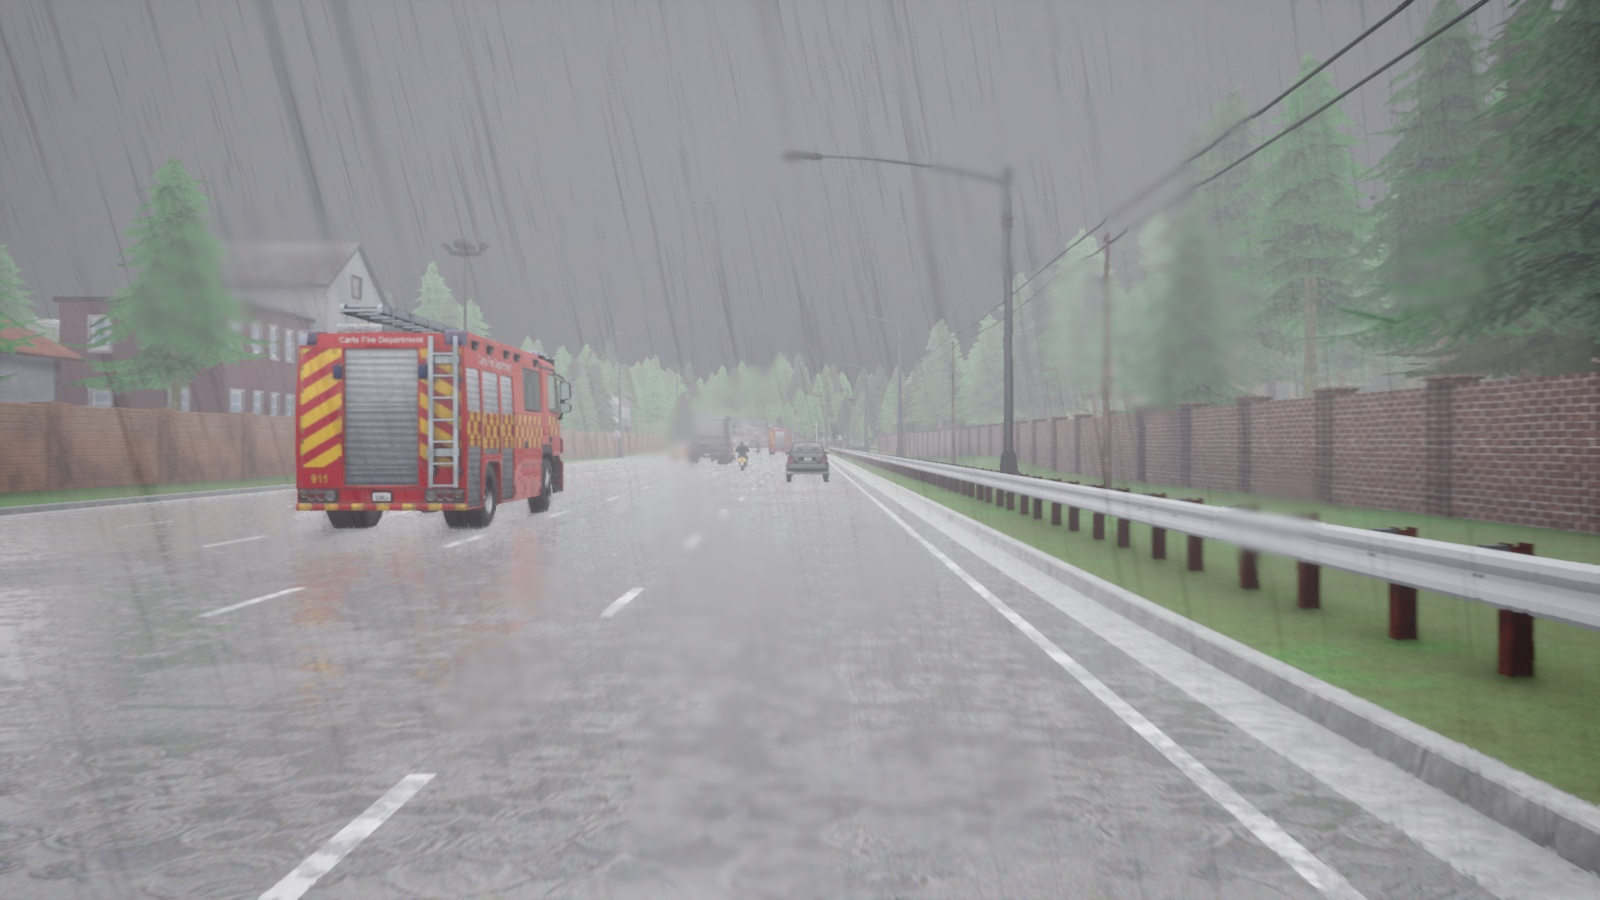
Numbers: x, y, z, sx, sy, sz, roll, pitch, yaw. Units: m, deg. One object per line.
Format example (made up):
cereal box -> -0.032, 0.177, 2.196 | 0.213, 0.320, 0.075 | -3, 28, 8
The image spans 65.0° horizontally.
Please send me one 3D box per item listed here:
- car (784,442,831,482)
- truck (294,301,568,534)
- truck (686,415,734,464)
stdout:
car -> 0.299, 0.448, 50.028 | 1.789, 1.549, 3.705 | 0, 0, 0
truck -> -6.843, -0.561, 24.861 | 2.891, 3.827, 8.468 | 0, 0, 0
truck -> -6.464, -0.748, 91.465 | 2.891, 3.462, 7.936 | 0, 0, 0
